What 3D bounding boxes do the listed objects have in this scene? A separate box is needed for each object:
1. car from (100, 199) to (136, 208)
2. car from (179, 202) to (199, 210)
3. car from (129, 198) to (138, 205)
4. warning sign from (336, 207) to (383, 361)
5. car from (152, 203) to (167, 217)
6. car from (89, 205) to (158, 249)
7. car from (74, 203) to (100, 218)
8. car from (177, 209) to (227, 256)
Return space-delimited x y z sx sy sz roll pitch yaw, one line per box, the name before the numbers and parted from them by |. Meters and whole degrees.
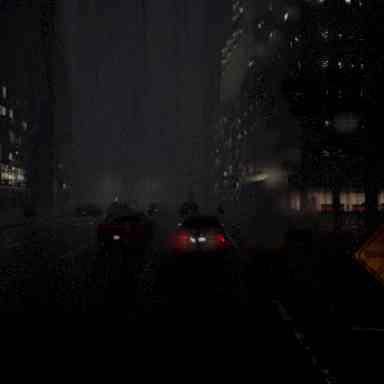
car | -6.760 1.711 30.939 2.128 1.511 4.902 0 0 -4
car | -0.365 1.747 35.374 1.882 1.535 5.008 0 0 -4
car | -12.943 1.958 72.637 2.128 1.511 4.902 0 0 -13
warning sign | 2.898 1.152 4.619 1.300 1.860 1.060 -1 -2 2
car | -3.564 1.819 34.551 1.994 1.385 4.181 0 0 -4
car | -2.883 1.589 15.232 1.882 1.535 5.008 0 0 0
car | -10.148 1.788 32.831 1.994 1.385 4.181 0 0 -4
car | 0.375 1.649 13.570 2.033 1.411 5.357 0 0 1
